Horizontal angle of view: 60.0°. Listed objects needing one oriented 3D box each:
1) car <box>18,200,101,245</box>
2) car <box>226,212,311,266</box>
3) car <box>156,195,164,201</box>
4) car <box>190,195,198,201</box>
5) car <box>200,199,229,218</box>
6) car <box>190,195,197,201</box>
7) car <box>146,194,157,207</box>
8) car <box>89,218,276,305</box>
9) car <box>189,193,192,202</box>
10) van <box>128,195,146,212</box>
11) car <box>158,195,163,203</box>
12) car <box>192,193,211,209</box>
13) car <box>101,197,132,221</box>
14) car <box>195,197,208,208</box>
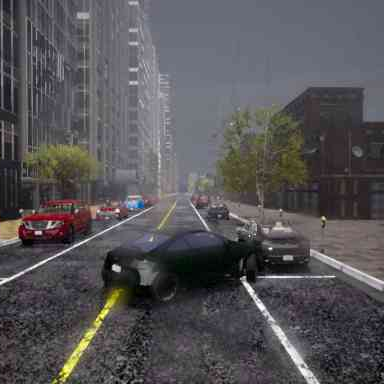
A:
[{"bbox_3d":[-6.197,1.310,15.775,2.192,1.841,5.009,-1,0,-2],"label":"car"},{"bbox_3d":[2.544,1.548,11.192,2.008,1.369,4.403,-1,0,-2],"label":"car"},{"bbox_3d":[-7.883,1.497,82.729,1.752,1.417,4.829,-1,0,-2],"label":"car"},{"bbox_3d":[0.491,1.537,83.111,1.947,1.339,4.313,-1,0,-2],"label":"car"},{"bbox_3d":[2.002,1.543,27.051,2.008,1.369,4.403,-1,0,-2],"label":"car"},{"bbox_3d":[0.343,1.551,88.643,1.802,1.307,4.206,-1,0,-2],"label":"car"},{"bbox_3d":[-7.002,1.299,49.701,2.192,1.841,5.009,-1,0,-2],"label":"car"},{"bbox_3d":[-0.062,1.558,8.227,4.181,1.385,1.994,0,0,-41],"label":"car"},{"bbox_3d":[0.783,1.291,72.046,2.192,1.841,5.009,-1,0,-2],"label":"car"},{"bbox_3d":[-6.706,1.329,38.636,1.690,1.788,3.998,-1,0,-2],"label":"van"},{"bbox_3d":[-7.443,1.522,66.300,1.887,1.381,4.507,-1,0,-2],"label":"car"},{"bbox_3d":[1.523,1.301,44.383,2.192,1.841,5.009,-1,0,-2],"label":"car"},{"bbox_3d":[-6.401,1.432,26.843,1.967,1.590,4.097,-1,0,-2],"label":"car"},{"bbox_3d":[1.374,1.509,50.086,1.752,1.417,4.829,-1,0,-2],"label":"car"}]
